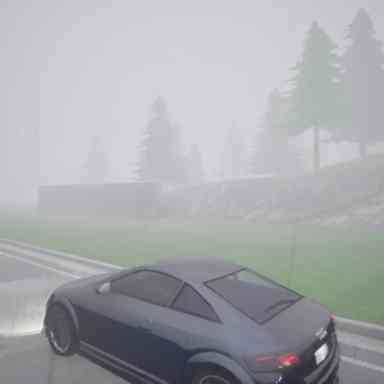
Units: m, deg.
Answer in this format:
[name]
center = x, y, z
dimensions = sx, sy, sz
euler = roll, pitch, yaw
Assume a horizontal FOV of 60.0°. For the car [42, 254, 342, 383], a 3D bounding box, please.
[car]
center = -0.257, 1.589, 4.586
dimensions = 4.181, 1.385, 1.994
euler = 0, 0, 39
